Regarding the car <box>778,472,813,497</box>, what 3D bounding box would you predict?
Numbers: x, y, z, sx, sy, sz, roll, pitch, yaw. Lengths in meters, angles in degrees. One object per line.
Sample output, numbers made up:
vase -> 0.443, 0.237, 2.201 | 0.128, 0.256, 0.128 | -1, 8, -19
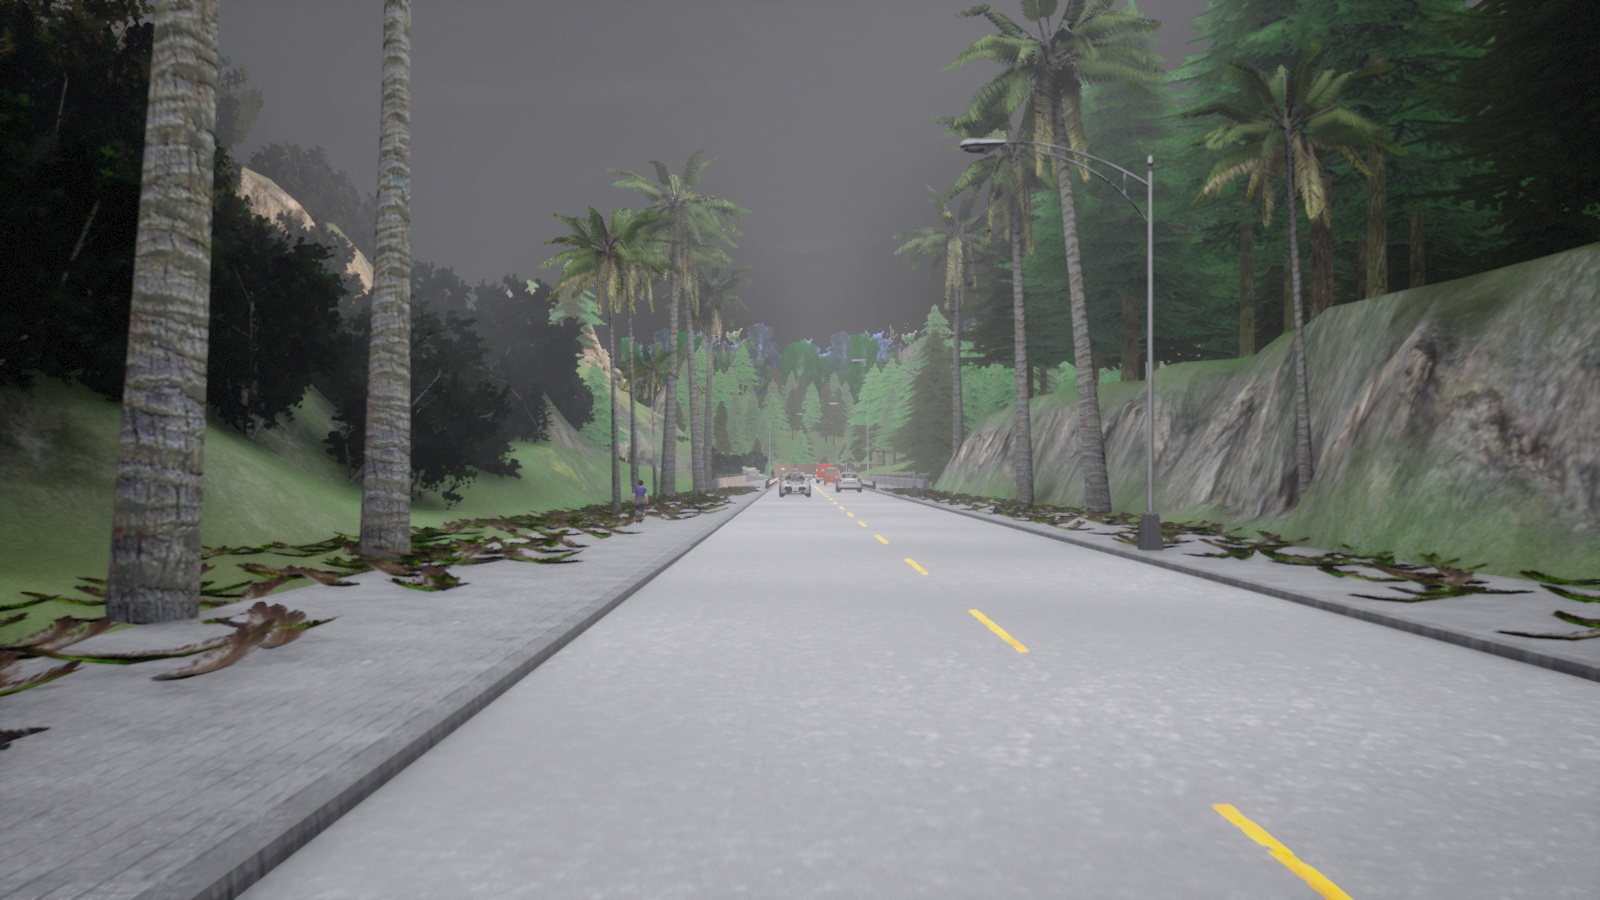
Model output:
car -> -0.267, 2.029, 74.540 | 1.970, 1.475, 3.806 | 0, -1, 0

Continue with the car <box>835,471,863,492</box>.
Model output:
car -> 3.652, 2.338, 93.967 | 1.970, 1.475, 3.806 | 0, -1, 0

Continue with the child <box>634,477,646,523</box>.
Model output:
child -> -4.436, 1.397, 34.899 | 0.270, 1.263, 0.437 | 0, -1, 0
